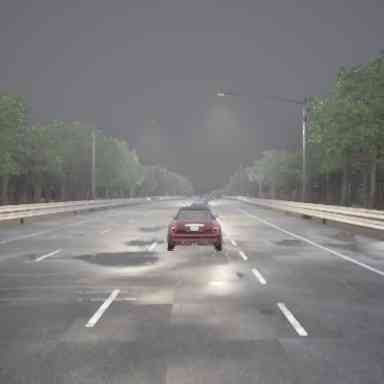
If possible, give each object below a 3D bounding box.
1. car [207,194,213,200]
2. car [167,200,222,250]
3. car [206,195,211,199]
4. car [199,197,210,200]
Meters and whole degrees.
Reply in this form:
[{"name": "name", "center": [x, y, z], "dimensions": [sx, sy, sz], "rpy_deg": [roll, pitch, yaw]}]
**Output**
[{"name": "car", "center": [3.623, 1.901, 84.007], "dimensions": [1.895, 1.301, 4.718], "rpy_deg": [0, 0, 4]}, {"name": "car", "center": [0.131, 1.385, 14.535], "dimensions": [2.097, 1.767, 4.553], "rpy_deg": [0, 0, 1]}, {"name": "car", "center": [2.327, 1.763, 66.731], "dimensions": [2.033, 1.411, 5.357], "rpy_deg": [0, 0, 4]}, {"name": "car", "center": [0.846, 1.655, 39.767], "dimensions": [2.033, 1.411, 5.357], "rpy_deg": [0, 0, 2]}]
